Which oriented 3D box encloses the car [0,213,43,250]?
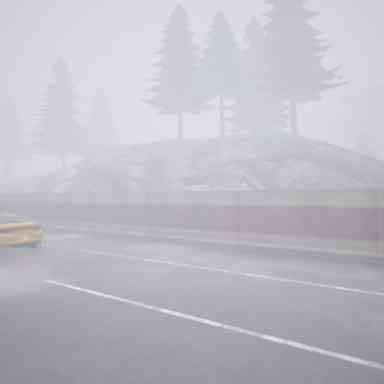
[{"bbox_3d":[-8.341,1.615,14.036,5.008,1.535,1.882,0,0,35],"label":"car"}]
